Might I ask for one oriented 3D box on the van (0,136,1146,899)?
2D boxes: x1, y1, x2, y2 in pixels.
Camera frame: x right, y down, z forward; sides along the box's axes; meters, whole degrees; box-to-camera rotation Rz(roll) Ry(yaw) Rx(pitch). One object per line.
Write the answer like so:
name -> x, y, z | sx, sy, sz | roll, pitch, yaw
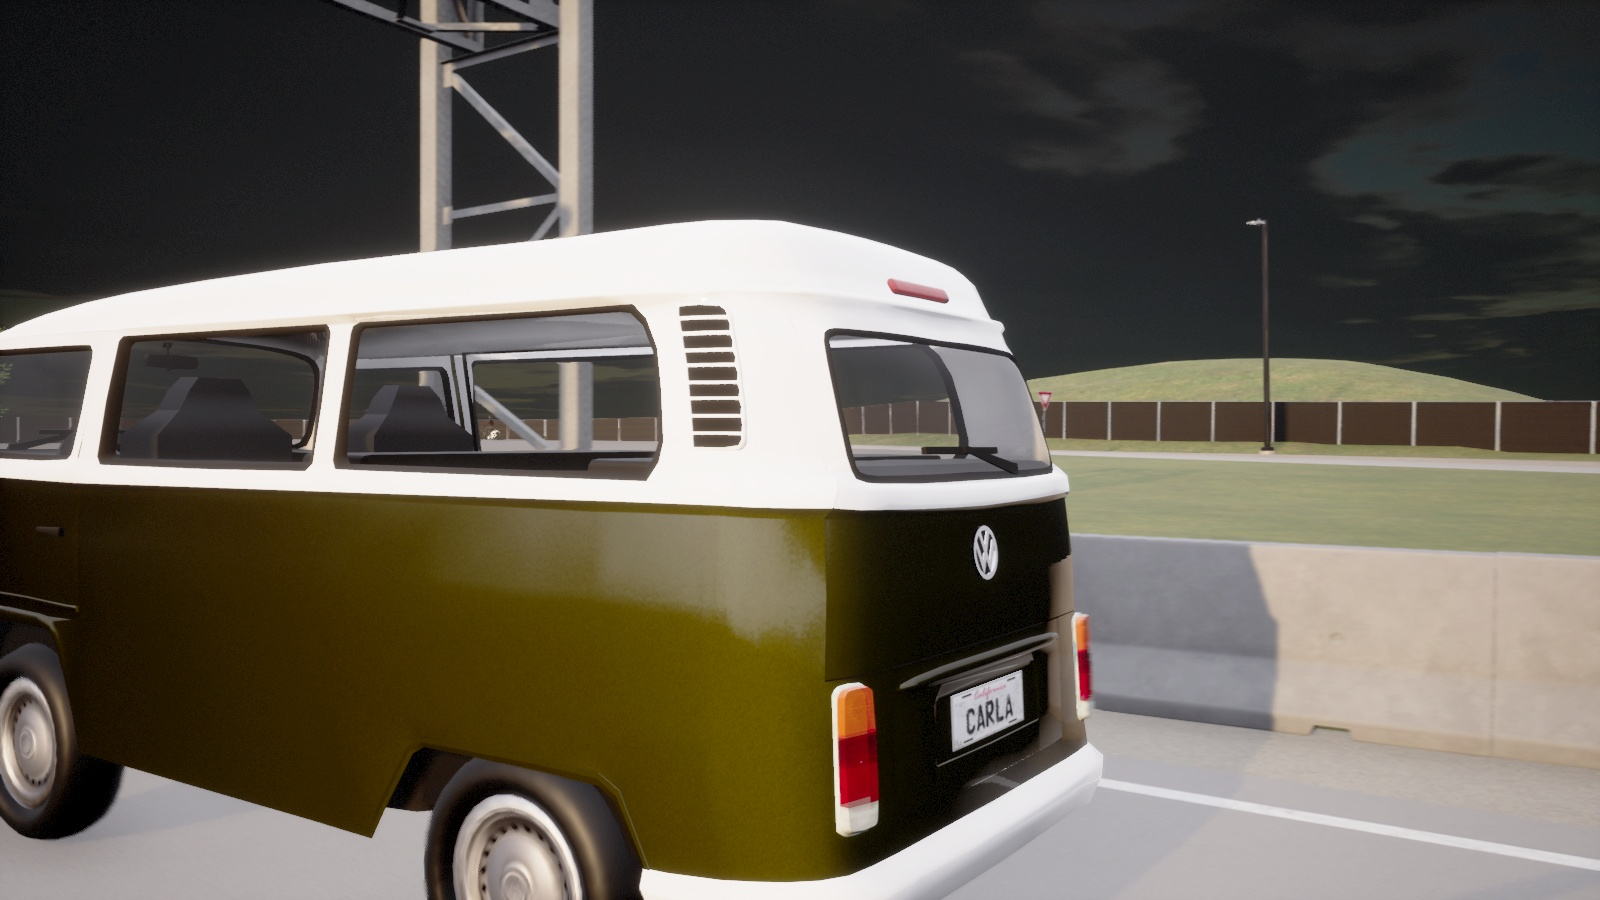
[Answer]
van -> -1.311, 0.407, 4.489 | 4.480, 2.038, 2.069 | 0, 1, 34
